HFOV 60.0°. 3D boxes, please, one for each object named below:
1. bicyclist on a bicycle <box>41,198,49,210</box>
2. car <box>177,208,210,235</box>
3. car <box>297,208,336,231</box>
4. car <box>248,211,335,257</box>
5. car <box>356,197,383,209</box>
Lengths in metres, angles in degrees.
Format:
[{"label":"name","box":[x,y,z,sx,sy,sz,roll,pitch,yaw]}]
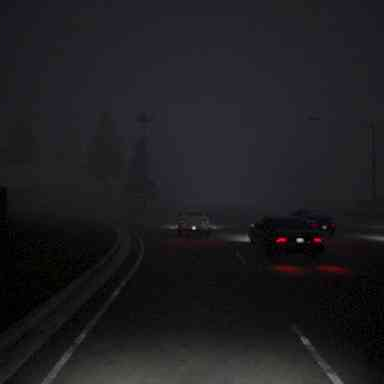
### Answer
[{"label":"bicyclist on a bicycle","box":[-21.409,1.760,48.500,0.582,1.620,1.656,0,0,17]},{"label":"car","box":[0.101,1.717,20.150,1.812,1.442,4.674,0,-1,0]},{"label":"car","box":[7.101,1.717,20.141,1.812,1.442,4.674,0,-1,0]},{"label":"car","box":[3.600,1.677,13.585,2.033,1.411,5.357,0,-1,0]},{"label":"car","box":[27.074,1.680,48.649,5.566,2.045,2.150,-1,-1,35]}]
